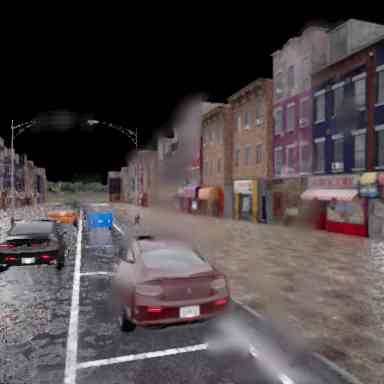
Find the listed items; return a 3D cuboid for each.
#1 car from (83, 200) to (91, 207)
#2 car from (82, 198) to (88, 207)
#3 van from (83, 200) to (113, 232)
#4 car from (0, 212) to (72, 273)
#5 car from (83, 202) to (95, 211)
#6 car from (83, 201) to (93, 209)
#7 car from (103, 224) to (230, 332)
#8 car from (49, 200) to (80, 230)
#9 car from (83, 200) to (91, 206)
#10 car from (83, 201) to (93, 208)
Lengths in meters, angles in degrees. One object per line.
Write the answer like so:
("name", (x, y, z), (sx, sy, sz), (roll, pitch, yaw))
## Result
("car", (-25.526, 2.781, 80.762), (1.947, 1.339, 4.313), (-1, 0, -18))
("car", (-9.912, 1.813, 33.490), (2.192, 1.841, 5.009), (-1, 0, -18))
("van", (-6.440, 1.681, 22.985), (1.690, 1.788, 3.998), (-1, 0, -18))
("car", (-5.307, 1.687, 11.534), (1.837, 1.490, 4.892), (0, -1, -18))
("car", (-16.847, 2.397, 54.499), (1.802, 1.307, 4.206), (-1, 0, -18))
("car", (-20.373, 2.502, 65.166), (1.752, 1.417, 4.829), (-1, 0, -18))
("car", (-0.755, 1.625, 7.074), (1.812, 1.442, 4.674), (0, -1, -18))
("car", (-10.363, 1.763, 26.836), (2.097, 1.767, 4.553), (0, -1, -18))
("car", (-27.261, 2.861, 86.014), (1.947, 1.339, 4.313), (-1, 0, -18))
("car", (-22.055, 2.605, 70.257), (2.008, 1.369, 4.403), (-1, 0, -18))
